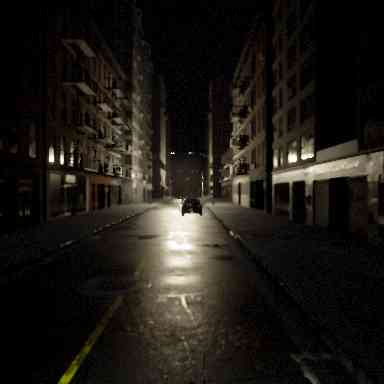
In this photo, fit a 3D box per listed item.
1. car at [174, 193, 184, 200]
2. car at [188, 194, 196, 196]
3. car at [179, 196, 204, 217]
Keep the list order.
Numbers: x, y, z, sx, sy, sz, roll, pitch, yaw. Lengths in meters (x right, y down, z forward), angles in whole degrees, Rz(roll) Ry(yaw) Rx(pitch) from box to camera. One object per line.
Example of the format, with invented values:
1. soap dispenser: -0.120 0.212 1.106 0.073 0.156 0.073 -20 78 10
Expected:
1. car: -2.995 1.029 75.169 1.837 1.490 4.892 0 0 0
2. car: 0.005 1.175 60.407 1.882 1.535 5.008 0 0 0
3. car: 0.004 1.357 29.982 1.837 1.490 4.892 0 0 0
